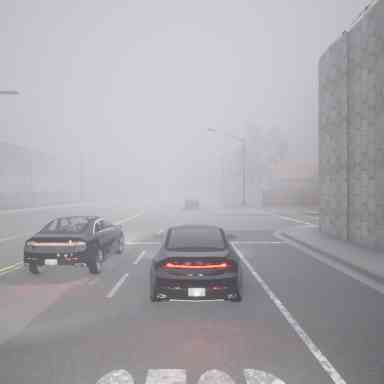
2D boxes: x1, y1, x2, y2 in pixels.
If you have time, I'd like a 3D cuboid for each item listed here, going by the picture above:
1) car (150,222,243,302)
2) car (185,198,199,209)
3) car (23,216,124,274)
[{"bbox_3d":[0.078,1.505,8.241,1.837,1.490,4.892,0,0,0],"label":"car"},{"bbox_3d":[-0.026,1.491,44.224,2.128,1.511,4.902,0,0,0],"label":"car"},{"bbox_3d":[-3.430,1.492,10.509,2.128,1.511,4.902,0,0,0],"label":"car"}]
